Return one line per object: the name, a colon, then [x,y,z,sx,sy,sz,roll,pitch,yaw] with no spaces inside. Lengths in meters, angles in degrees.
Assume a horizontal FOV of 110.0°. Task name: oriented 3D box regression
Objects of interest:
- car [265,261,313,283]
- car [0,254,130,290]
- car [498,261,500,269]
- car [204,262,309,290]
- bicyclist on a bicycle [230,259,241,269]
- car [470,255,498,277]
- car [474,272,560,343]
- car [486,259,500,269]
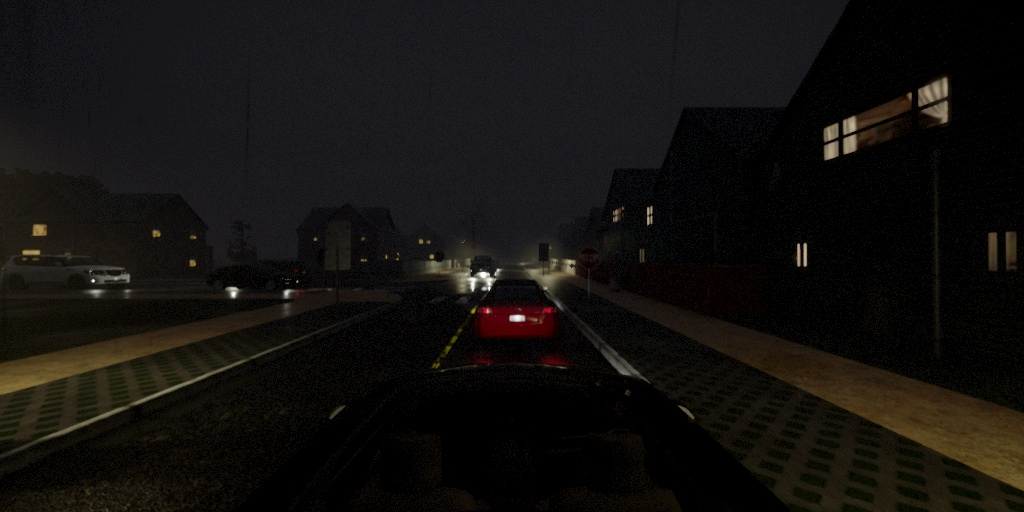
car: [-15.741,1.099,23.529,4.553,1.767,2.097,0,-1,1]
car: [-25.471,0.934,20.554,5.566,2.045,2.150,0,-1,0]
car: [-2.923,1.216,46.116,2.128,1.511,4.902,0,0,0]
car: [-14.795,1.222,20.645,4.892,1.490,1.837,0,-1,-1]
bicyclist on a bicycle: [-20.260,1.077,26.456,0.582,1.620,1.656,0,0,-1]
car: [-2.909,0.951,36.194,2.150,2.045,5.566,0,0,0]
car: [0.090,1.308,9.723,1.994,1.385,4.181,0,0,-1]
car: [-2.913,1.199,56.239,1.882,1.535,5.008,0,0,0]
